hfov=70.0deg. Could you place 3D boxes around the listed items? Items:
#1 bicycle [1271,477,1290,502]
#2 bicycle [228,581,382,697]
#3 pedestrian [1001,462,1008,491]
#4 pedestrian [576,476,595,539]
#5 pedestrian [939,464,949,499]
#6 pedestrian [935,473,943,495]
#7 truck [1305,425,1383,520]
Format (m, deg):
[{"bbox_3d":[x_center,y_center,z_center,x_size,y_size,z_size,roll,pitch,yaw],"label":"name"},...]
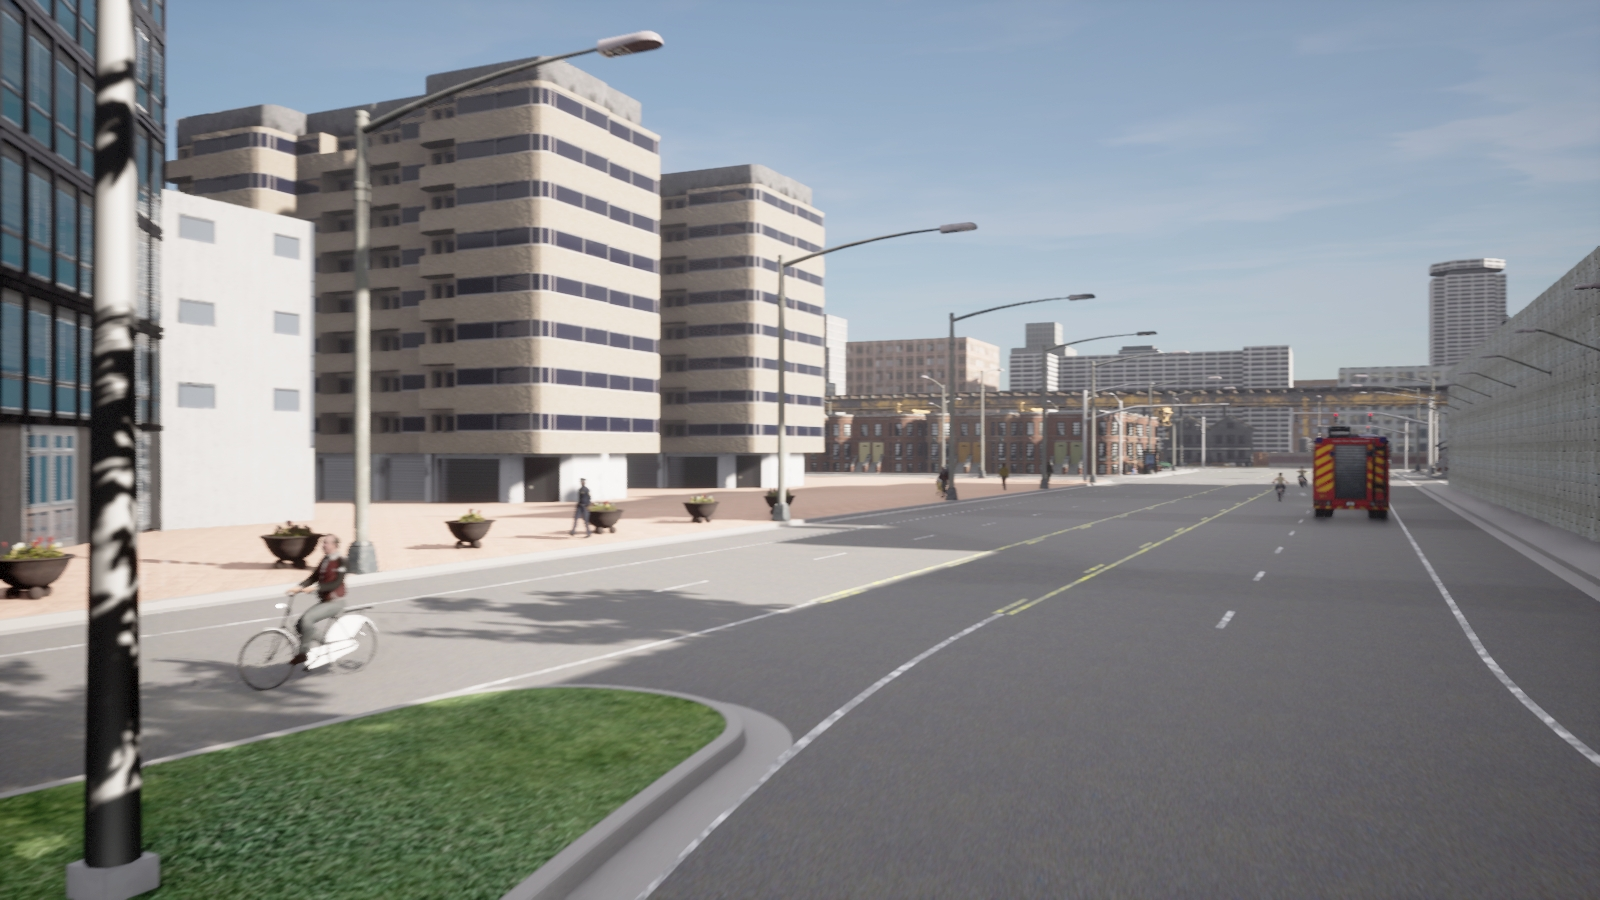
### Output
[{"bbox_3d":[26.459,2.167,62.906,0.859,1.301,1.487,0,0,26],"label":"bicycle"},{"bbox_3d":[-5.902,2.228,13.738,0.329,1.126,1.835,0,0,32],"label":"bicycle"},{"bbox_3d":[13.136,1.707,73.460,0.375,1.860,0.375,0,0,26],"label":"pedestrian"},{"bbox_3d":[-6.338,1.690,33.755,0.375,1.860,0.375,0,0,26],"label":"pedestrian"},{"bbox_3d":[7.817,1.705,61.889,0.375,1.860,0.375,0,0,45],"label":"pedestrian"},{"bbox_3d":[8.133,1.997,66.786,0.375,1.300,0.375,0,0,26],"label":"pedestrian"},{"bbox_3d":[24.212,0.910,50.808,2.891,3.827,8.468,0,0,26],"label":"truck"}]
